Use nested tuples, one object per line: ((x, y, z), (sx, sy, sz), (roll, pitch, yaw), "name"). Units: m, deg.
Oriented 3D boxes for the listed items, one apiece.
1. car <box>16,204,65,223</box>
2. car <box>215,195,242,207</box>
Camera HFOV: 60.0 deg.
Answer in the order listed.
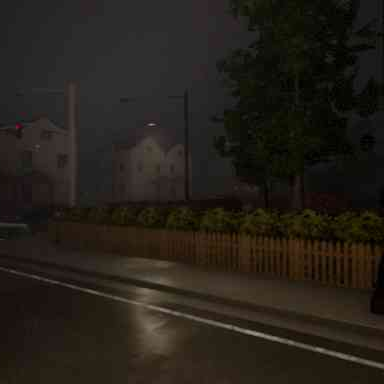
((-12.693, 1.802, 28.726), (1.812, 1.442, 4.674), (-1, 0, 35), "car")
((5.260, 1.463, 48.113), (2.150, 2.045, 5.566), (-1, 0, 35), "car")
